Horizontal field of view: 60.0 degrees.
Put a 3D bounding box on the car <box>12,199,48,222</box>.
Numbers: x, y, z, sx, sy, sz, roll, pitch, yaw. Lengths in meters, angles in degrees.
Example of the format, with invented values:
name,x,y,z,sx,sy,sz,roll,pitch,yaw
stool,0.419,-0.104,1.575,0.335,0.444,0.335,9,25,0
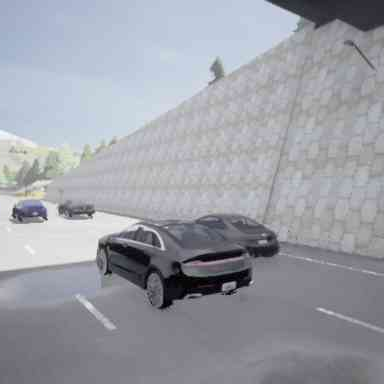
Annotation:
name,x,y,z,sx,sy,sz,roll,pitch,yaw
car,-11.679,1.258,23.925,1.812,1.442,4.674,0,1,-34

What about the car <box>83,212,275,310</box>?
name,x,y,z,sx,sy,sz,roll,pitch,yaw
car,-0.713,1.404,7.797,2.128,1.511,4.902,0,1,-34

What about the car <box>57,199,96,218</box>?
name,x,y,z,sx,sy,sz,roll,pitch,yaw
car,-9.401,1.248,26.825,2.033,1.411,5.357,0,1,-34

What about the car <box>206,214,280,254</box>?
name,x,y,z,sx,sy,sz,roll,pitch,yaw
car,0.986,1.435,11.526,1.994,1.385,4.181,0,1,-34
